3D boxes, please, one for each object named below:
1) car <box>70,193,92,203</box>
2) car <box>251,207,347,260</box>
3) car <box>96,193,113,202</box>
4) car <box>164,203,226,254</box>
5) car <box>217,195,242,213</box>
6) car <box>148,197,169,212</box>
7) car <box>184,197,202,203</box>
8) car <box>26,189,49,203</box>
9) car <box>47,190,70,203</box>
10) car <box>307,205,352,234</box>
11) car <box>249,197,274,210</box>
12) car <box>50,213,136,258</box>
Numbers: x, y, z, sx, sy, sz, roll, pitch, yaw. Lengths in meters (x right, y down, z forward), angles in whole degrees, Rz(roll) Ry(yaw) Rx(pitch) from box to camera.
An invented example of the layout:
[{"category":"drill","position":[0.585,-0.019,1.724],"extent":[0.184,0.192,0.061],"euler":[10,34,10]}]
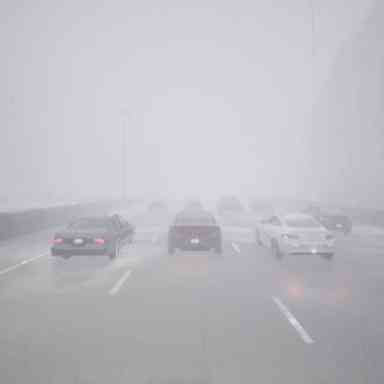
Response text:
[{"category":"car","position":[-17.564,0.922,53.894],"extent":[1.812,1.442,4.674],"euler":[0,1,0]},{"category":"car","position":[3.592,1.480,12.146],"extent":[1.812,1.442,4.674],"euler":[0,0,0]},{"category":"car","position":[-14.071,0.887,53.893],"extent":[2.128,1.511,4.902],"euler":[0,1,0]},{"category":"car","position":[0.098,1.426,13.264],"extent":[1.882,1.535,5.008],"euler":[0,0,0]},{"category":"car","position":[3.596,1.110,32.741],"extent":[2.097,1.767,4.553],"euler":[0,1,0]},{"category":"car","position":[-3.404,1.266,34.083],"extent":[1.812,1.442,4.674],"euler":[0,1,0]},{"category":"car","position":[0.096,1.266,34.081],"extent":[1.812,1.442,4.674],"euler":[0,1,0]},{"category":"car","position":[-24.554,0.619,53.822],"extent":[2.150,2.045,5.566],"euler":[0,1,1]},{"category":"car","position":[-21.062,0.874,53.868],"extent":[1.882,1.535,5.008],"euler":[0,1,0]},{"category":"car","position":[7.083,1.438,18.330],"extent":[1.812,1.442,4.674],"euler":[0,1,0]},{"category":"car","position":[7.096,1.266,34.063],"extent":[1.812,1.442,4.674],"euler":[0,1,0]},{"category":"car","position":[-3.401,1.501,12.455],"extent":[2.033,1.411,5.357],"euler":[0,0,0]}]
